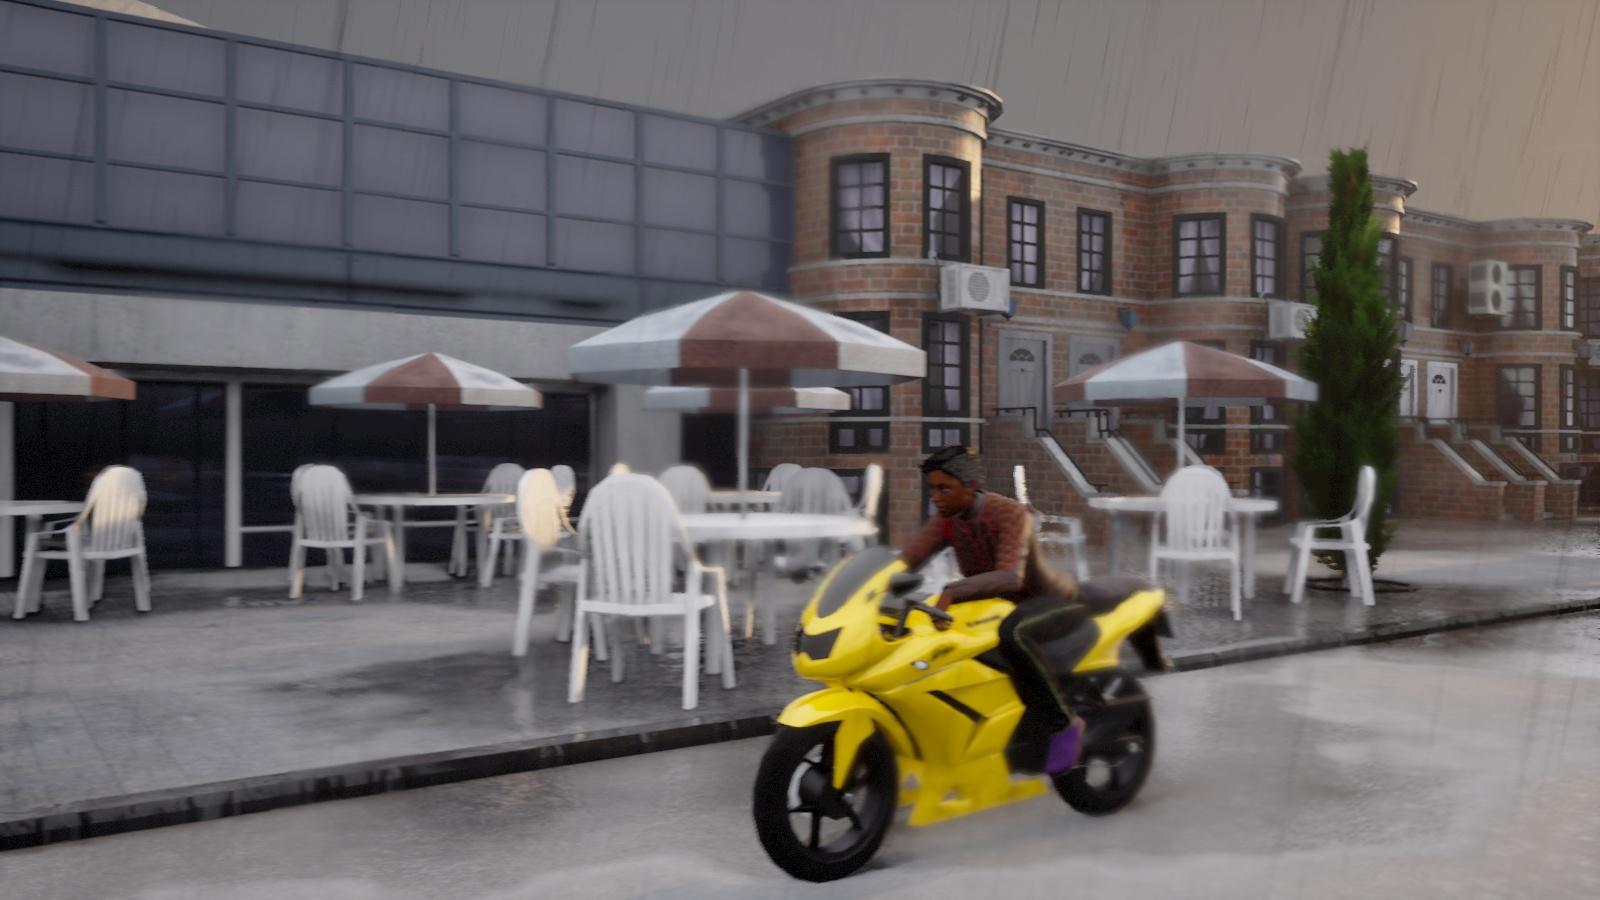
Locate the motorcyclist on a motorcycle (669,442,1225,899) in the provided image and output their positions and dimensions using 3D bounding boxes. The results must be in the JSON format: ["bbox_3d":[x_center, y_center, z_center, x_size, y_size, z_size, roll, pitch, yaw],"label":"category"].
[{"bbox_3d":[0.605,0.737,4.689,2.044,1.523,0.797,0,0,-35],"label":"motorcyclist on a motorcycle"}]
